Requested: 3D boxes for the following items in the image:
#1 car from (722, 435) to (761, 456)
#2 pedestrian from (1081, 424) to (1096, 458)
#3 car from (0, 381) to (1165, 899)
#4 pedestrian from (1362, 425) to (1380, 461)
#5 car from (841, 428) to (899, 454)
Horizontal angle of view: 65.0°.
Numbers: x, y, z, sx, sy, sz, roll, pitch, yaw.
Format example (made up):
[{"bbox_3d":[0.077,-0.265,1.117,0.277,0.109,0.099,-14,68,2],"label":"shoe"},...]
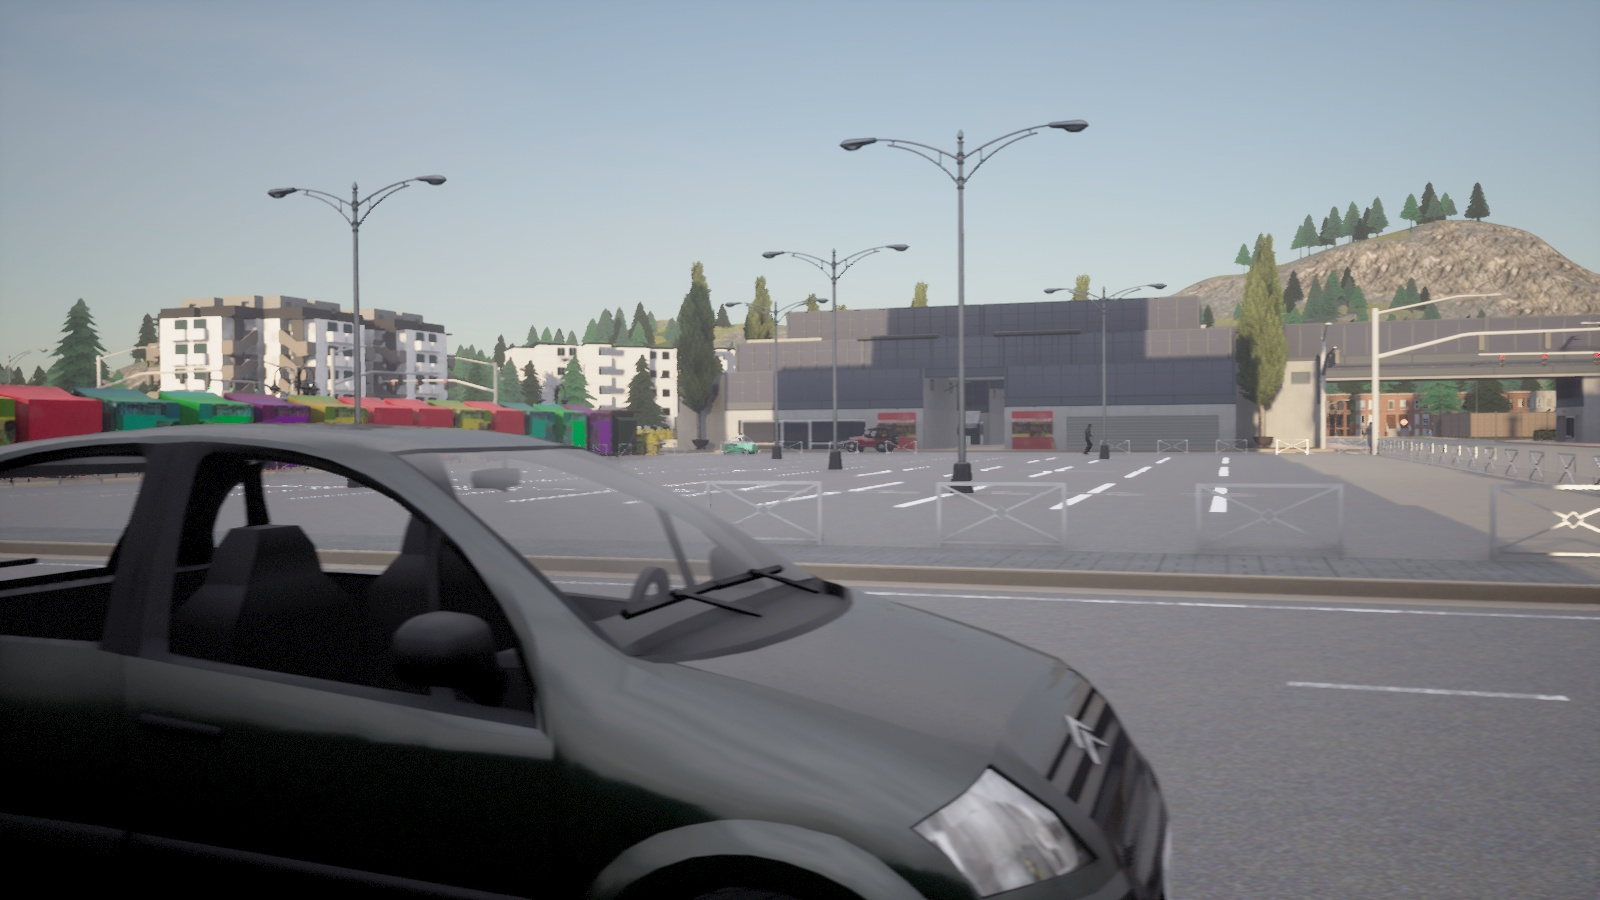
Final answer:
[{"bbox_3d":[-3.967,-0.309,85.214,2.207,1.376,1.481,0,1,20],"label":"car"},{"bbox_3d":[16.858,-0.537,73.346,0.788,1.949,0.423,0,1,21],"label":"pedestrian"},{"bbox_3d":[-1.085,0.676,3.556,3.988,1.617,1.851,0,1,19],"label":"car"},{"bbox_3d":[31.365,-0.408,68.984,0.659,1.952,0.873,0,1,11],"label":"pedestrian"},{"bbox_3d":[5.190,-0.684,92.999,3.866,1.878,1.905,0,1,20],"label":"car"}]
